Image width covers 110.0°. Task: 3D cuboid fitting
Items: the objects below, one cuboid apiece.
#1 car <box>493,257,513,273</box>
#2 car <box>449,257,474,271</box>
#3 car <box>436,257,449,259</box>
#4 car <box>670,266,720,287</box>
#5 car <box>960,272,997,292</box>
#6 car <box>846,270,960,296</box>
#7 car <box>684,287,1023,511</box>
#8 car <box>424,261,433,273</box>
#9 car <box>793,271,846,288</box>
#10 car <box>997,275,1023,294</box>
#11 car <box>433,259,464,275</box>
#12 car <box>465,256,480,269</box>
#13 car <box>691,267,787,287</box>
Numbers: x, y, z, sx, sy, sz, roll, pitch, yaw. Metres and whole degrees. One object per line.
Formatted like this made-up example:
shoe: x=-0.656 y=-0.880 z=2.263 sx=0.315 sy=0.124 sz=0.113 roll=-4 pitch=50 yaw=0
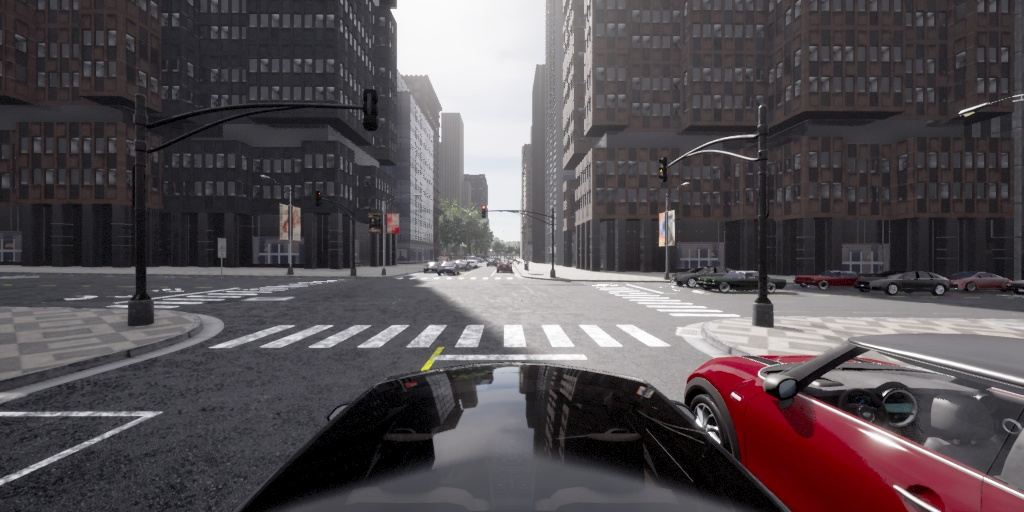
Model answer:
car: x=-0.905 y=1.197 z=43.519 sx=1.967 sy=1.591 sz=4.097 roll=0 pitch=0 yaw=-1
car: x=-6.832 y=1.261 z=48.581 sx=2.128 sy=1.511 sz=4.902 roll=0 pitch=0 yaw=-1
car: x=-9.503 y=1.084 z=48.831 sx=2.192 sy=1.841 sz=5.009 roll=0 pitch=0 yaw=-1
car: x=13.854 y=1.476 z=25.578 sx=4.892 sy=1.490 sz=1.837 roll=1 pitch=0 yaw=-1
car: x=33.039 y=1.814 z=25.816 sx=4.181 sy=1.385 sz=1.994 roll=1 pitch=0 yaw=-1
car: x=24.360 y=1.632 z=22.464 sx=4.892 sy=1.490 sz=1.837 roll=1 pitch=0 yaw=-1
car: x=2.761 y=1.190 z=2.153 sx=1.967 sy=1.591 sz=4.097 roll=0 pitch=0 yaw=0
car: x=-9.429 y=1.323 z=43.406 sx=1.948 sy=1.339 sz=4.313 roll=0 pitch=0 yaw=-1
car: x=23.073 y=1.706 z=25.682 sx=4.718 sy=1.301 sz=1.895 roll=1 pitch=0 yaw=-1
car: x=34.741 y=1.826 z=22.591 sx=5.357 sy=1.411 sz=2.033 roll=1 pitch=0 yaw=-1
car: x=-6.684 y=1.294 z=38.314 sx=2.033 sy=1.411 sz=5.357 roll=0 pitch=0 yaw=-1
car: x=-6.962 y=1.015 z=59.212 sx=2.150 sy=2.045 sz=5.566 roll=0 pitch=0 yaw=0
car: x=14.160 y=1.580 z=22.332 sx=4.718 sy=1.301 sz=1.895 roll=1 pitch=0 yaw=-3
